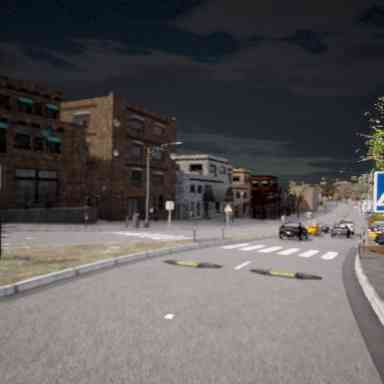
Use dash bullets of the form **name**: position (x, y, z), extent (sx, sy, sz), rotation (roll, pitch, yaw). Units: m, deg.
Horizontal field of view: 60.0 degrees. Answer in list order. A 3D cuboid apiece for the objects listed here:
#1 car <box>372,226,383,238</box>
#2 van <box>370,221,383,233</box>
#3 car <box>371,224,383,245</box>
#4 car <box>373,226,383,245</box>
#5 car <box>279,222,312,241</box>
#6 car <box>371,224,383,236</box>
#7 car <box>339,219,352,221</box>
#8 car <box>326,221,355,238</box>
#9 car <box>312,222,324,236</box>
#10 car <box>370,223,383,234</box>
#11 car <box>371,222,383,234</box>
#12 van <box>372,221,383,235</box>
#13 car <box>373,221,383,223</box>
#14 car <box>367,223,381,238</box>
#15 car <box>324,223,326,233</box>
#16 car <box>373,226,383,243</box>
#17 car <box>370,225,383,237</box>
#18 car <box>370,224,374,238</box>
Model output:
- **car**: position (24.788, 5.019, 40.909), extent (4.674, 1.452, 2.002), rotation (1, -4, 28)
- **van**: position (33.624, 6.134, 58.019), extent (4.442, 1.987, 1.878), rotation (1, -3, 28)
- **car**: position (15.873, 3.428, 23.884), extent (4.892, 1.521, 2.231), rotation (1, -4, 28)
- **car**: position (18.430, 3.886, 28.741), extent (4.892, 1.521, 2.231), rotation (1, -4, 28)
- **car**: position (9.115, 3.429, 29.665), extent (1.882, 1.535, 5.008), rotation (1, -4, 28)
- **car**: position (28.640, 5.623, 48.197), extent (4.792, 1.488, 2.163), rotation (1, -4, 28)
- **car**: position (21.657, 4.904, 46.850), extent (2.150, 2.045, 5.566), rotation (1, -4, 28)
- **car**: position (16.989, 4.400, 37.942), extent (2.128, 1.511, 4.902), rotation (1, -4, 28)
- **car**: position (14.010, 4.308, 39.244), extent (1.882, 1.535, 5.008), rotation (1, -4, 28)
- **car**: position (32.435, 6.177, 55.518), extent (4.892, 1.521, 2.231), rotation (1, -3, 28)
- **car**: position (31.202, 5.870, 53.215), extent (4.553, 1.767, 2.185), rotation (1, -3, 28)
- **van**: position (30.003, 5.569, 50.602), extent (4.442, 1.987, 1.878), rotation (1, -3, 28)
- **car**: position (23.495, 4.644, 38.493), extent (4.553, 1.767, 2.185), rotation (1, -4, 28)
- **car**: position (20.807, 4.328, 33.697), extent (5.366, 1.575, 1.946), rotation (1, -4, 28)
- **car**: position (18.559, 5.137, 47.951), extent (2.033, 1.411, 5.357), rotation (1, -4, 28)
- **car**: position (19.720, 4.143, 31.157), extent (4.792, 1.488, 2.163), rotation (1, -4, 28)
- **car**: position (27.314, 5.423, 45.792), extent (4.792, 1.488, 2.163), rotation (1, -4, 28)
- **car**: position (17.147, 3.657, 26.316), extent (5.008, 1.535, 2.097), rotation (1, -4, 28)
